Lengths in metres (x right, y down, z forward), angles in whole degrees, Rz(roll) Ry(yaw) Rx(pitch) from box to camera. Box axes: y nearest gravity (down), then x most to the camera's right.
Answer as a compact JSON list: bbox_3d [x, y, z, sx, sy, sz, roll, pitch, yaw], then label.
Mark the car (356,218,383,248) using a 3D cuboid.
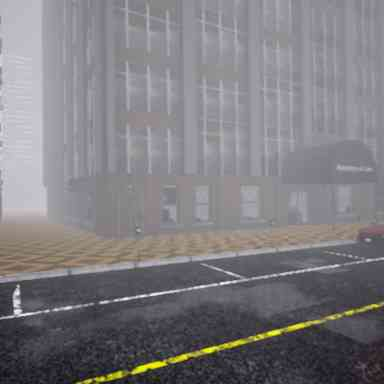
[{"bbox_3d":[9.114,1.715,14.602,4.507,1.381,1.887,0,-1,-29],"label":"car"}]
